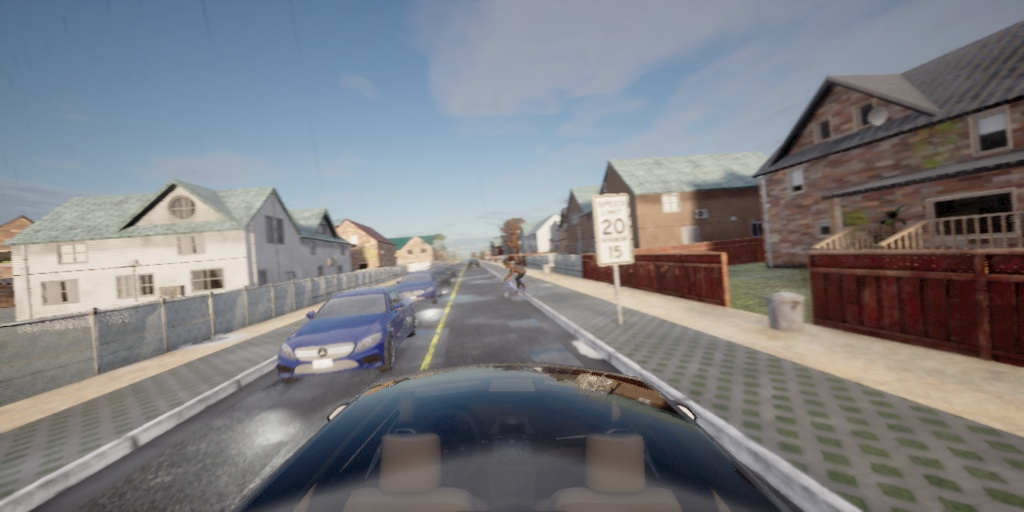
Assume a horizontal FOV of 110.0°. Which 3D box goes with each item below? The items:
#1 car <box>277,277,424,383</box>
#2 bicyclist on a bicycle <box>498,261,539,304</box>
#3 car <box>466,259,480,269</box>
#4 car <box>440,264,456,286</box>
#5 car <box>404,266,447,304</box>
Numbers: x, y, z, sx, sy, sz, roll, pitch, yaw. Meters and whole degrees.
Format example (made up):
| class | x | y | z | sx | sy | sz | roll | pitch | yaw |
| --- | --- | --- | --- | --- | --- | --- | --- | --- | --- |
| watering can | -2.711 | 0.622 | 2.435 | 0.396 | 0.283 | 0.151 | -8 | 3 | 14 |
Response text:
| class | x | y | z | sx | sy | sz | roll | pitch | yaw |
| --- | --- | --- | --- | --- | --- | --- | --- | --- | --- |
| car | -3.328 | 1.474 | 8.091 | 1.812 | 1.442 | 4.674 | -5 | 1 | -6 |
| bicyclist on a bicycle | 0.135 | 0.961 | 13.996 | 1.656 | 1.620 | 0.582 | -14 | 2 | -7 |
| car | -6.113 | 1.213 | 56.685 | 1.837 | 1.490 | 4.892 | -5 | 1 | -7 |
| car | -5.473 | 1.487 | 26.325 | 1.994 | 1.385 | 4.181 | -5 | 1 | -7 |
| car | -4.396 | 1.458 | 17.146 | 1.812 | 1.442 | 4.674 | -5 | 1 | -7 |
